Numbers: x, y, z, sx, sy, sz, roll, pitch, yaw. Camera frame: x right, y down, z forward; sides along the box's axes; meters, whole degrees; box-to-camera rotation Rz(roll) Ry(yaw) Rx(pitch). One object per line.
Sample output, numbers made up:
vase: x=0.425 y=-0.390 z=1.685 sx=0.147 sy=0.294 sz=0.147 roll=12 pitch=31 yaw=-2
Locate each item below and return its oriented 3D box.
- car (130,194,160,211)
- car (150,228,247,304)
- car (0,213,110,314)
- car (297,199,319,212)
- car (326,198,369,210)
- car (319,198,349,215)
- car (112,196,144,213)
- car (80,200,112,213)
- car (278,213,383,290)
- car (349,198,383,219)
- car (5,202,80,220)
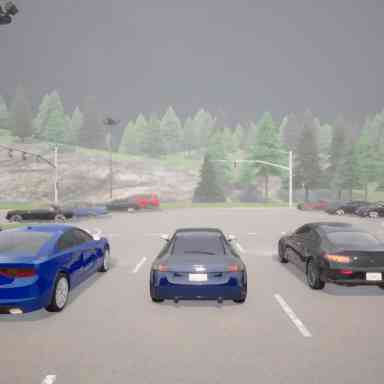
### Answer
car: x=-6.664 y=1.222 z=39.995 sx=5.566 sy=2.045 sz=2.150 roll=0 pitch=0 yaw=-10
car: x=0.162 y=1.564 z=8.225 sx=1.994 sy=1.385 sz=4.181 roll=0 pitch=0 yaw=1
car: x=-3.351 y=1.478 z=7.727 sx=1.882 sy=1.535 sz=5.008 roll=0 pitch=0 yaw=1
car: x=14.524 y=1.564 z=39.066 sx=4.181 sy=1.385 sz=1.994 roll=0 pitch=0 yaw=-3
car: x=19.930 y=1.525 z=42.791 sx=4.674 sy=1.442 sz=1.812 roll=0 pitch=0 yaw=-1
car: x=15.303 y=1.505 z=32.111 sx=4.892 sy=1.490 sz=1.837 roll=0 pitch=0 yaw=-3
car: x=-8.046 y=1.506 z=36.113 sx=4.892 sy=1.490 sz=1.837 roll=0 pitch=0 yaw=-11
car: x=-9.878 y=1.548 z=28.589 sx=5.357 sy=1.411 sz=2.033 roll=0 pitch=0 yaw=-13
car: x=3.678 y=1.526 z=8.962 sx=1.812 sy=1.442 sz=4.674 roll=0 pitch=0 yaw=1
car: x=16.619 y=1.506 z=28.671 sx=4.892 sy=1.490 sz=1.837 roll=0 pitch=0 yaw=-2
car: x=-11.120 y=1.601 z=24.695 sx=4.718 sy=1.301 sz=1.895 roll=0 pitch=0 yaw=-14
